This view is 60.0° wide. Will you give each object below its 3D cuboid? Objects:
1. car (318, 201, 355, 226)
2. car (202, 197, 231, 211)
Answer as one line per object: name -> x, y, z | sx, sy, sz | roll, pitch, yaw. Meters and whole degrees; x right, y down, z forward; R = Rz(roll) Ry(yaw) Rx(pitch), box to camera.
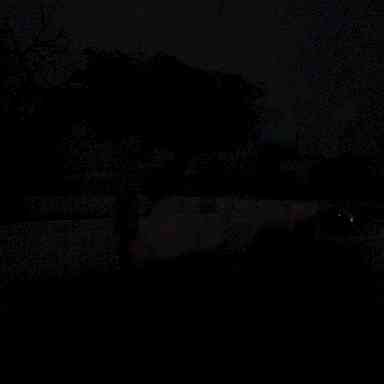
car -> 7.851, 1.324, 21.338 | 2.128, 1.511, 4.902 | 2, 0, -36
car -> 1.835, 1.217, 29.551 | 1.812, 1.442, 4.674 | 2, 0, -36
